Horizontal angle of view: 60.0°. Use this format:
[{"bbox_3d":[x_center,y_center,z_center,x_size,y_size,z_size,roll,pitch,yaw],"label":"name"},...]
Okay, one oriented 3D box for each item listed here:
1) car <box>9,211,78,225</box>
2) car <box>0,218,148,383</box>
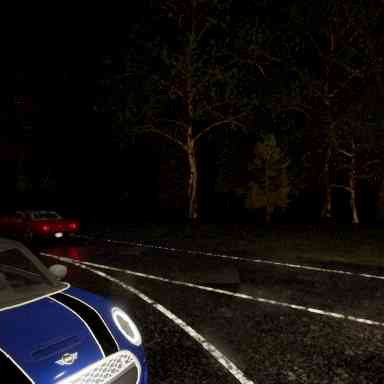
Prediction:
[{"bbox_3d":[-7.443,1.520,15.462,4.718,1.301,1.895,0,0,36],"label":"car"},{"bbox_3d":[-2.654,1.338,3.766,4.553,1.767,2.097,1,0,35],"label":"car"}]
